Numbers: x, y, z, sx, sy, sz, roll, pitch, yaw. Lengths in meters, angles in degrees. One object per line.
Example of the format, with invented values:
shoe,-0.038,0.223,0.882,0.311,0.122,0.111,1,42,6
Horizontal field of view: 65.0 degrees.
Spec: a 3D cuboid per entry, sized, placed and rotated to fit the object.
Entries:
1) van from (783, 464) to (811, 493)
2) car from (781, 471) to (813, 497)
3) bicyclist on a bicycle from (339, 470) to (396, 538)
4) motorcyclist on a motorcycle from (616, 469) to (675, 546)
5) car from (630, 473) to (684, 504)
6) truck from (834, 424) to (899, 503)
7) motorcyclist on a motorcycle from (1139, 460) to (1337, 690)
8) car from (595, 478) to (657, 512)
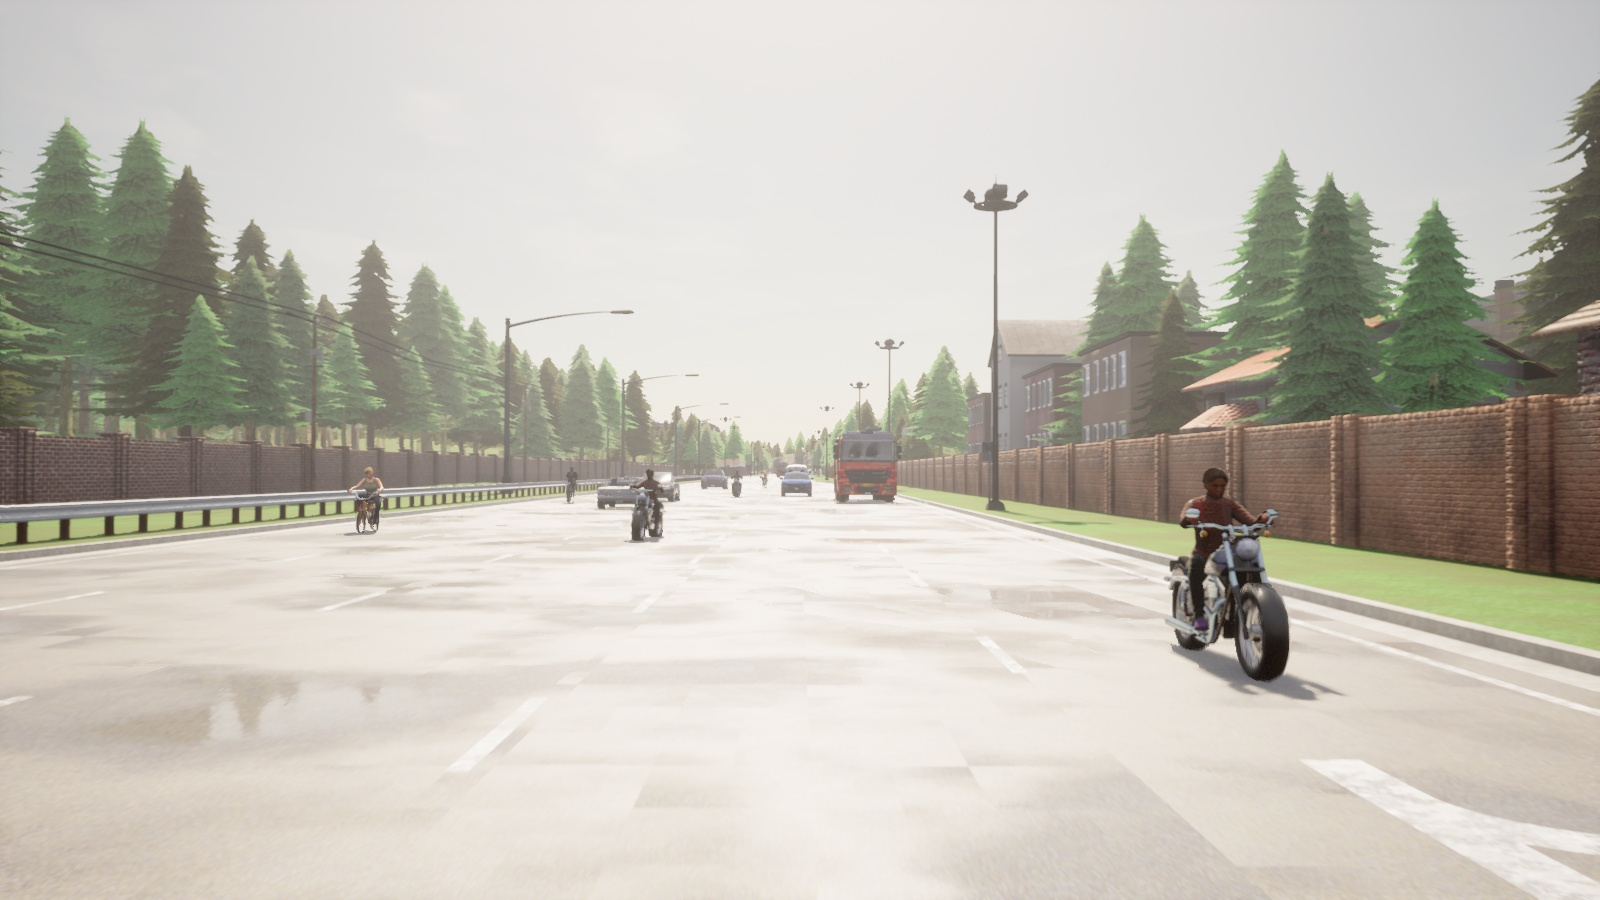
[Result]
van,-0.232,2.102,93.239,2.069,2.038,4.480,0,-1,0
car,-0.193,2.096,77.720,1.882,1.535,5.008,0,-1,0
bicyclist on a bicycle,-10.572,1.309,30.762,0.866,1.612,1.509,0,-1,0
motorcyclist on a motorcycle,-3.449,1.253,28.303,0.766,1.649,2.350,0,-1,7
car,-7.157,1.906,63.390,2.163,1.488,4.792,0,-1,0
truck,3.333,0.732,65.325,2.891,3.827,8.468,0,-1,0
motorcyclist on a motorcycle,3.474,0.922,10.224,0.766,1.649,2.350,0,-1,0
car,-7.128,1.812,51.796,1.895,1.301,4.718,0,-1,0
